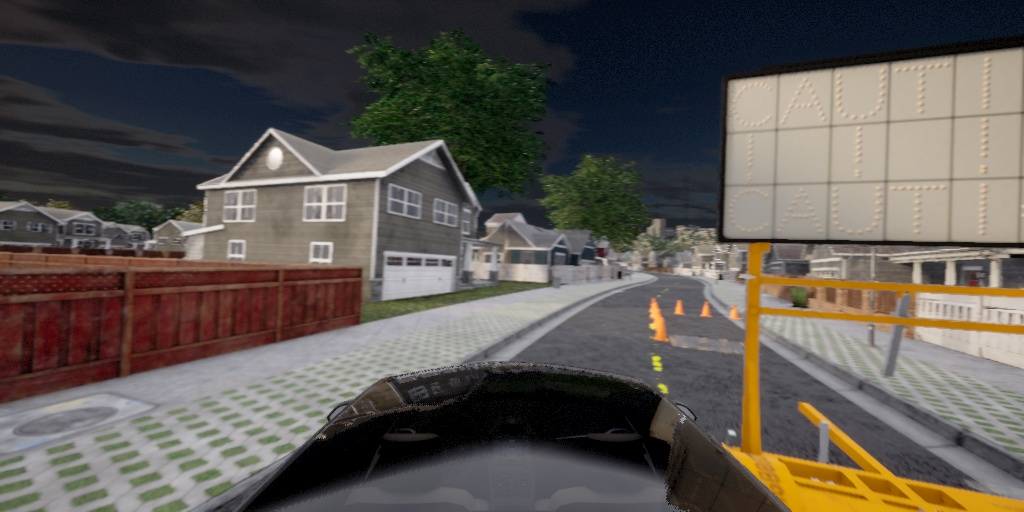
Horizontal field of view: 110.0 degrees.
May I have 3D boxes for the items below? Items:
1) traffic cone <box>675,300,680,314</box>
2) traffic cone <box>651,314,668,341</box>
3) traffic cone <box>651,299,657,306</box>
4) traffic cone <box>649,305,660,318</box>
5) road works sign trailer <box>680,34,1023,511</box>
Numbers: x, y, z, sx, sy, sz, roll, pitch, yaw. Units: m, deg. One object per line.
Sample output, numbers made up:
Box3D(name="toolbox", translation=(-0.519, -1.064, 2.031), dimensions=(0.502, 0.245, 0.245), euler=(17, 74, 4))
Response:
Box3D(name="traffic cone", translation=(6.952, 2.114, 14.928), dimensions=(0.340, 0.580, 0.340), euler=(0, 0, 20))
Box3D(name="traffic cone", translation=(3.989, 1.942, 9.619), dimensions=(0.340, 0.580, 0.340), euler=(0, 0, 20))
Box3D(name="traffic cone", translation=(5.337, 2.034, 13.384), dimensions=(0.340, 0.580, 0.340), euler=(0, 0, 20))
Box3D(name="traffic cone", translation=(4.663, 1.987, 11.501), dimensions=(0.340, 0.580, 0.340), euler=(0, 0, 20))
Box3D(name="road works sign trailer", translation=(2.727, 0.335, 2.636), dimensions=(2.380, 3.560, 2.880), euler=(0, 0, 20))
